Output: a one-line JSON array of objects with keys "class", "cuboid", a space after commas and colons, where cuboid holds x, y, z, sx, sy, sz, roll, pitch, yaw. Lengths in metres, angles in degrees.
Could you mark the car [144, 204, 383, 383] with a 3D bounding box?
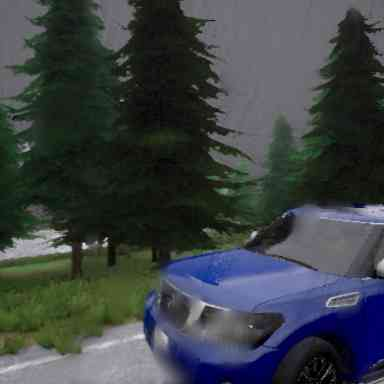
[{"class": "car", "cuboid": [2.190, 1.207, 4.602, 5.566, 2.045, 2.150, 2, 0, -26]}]
